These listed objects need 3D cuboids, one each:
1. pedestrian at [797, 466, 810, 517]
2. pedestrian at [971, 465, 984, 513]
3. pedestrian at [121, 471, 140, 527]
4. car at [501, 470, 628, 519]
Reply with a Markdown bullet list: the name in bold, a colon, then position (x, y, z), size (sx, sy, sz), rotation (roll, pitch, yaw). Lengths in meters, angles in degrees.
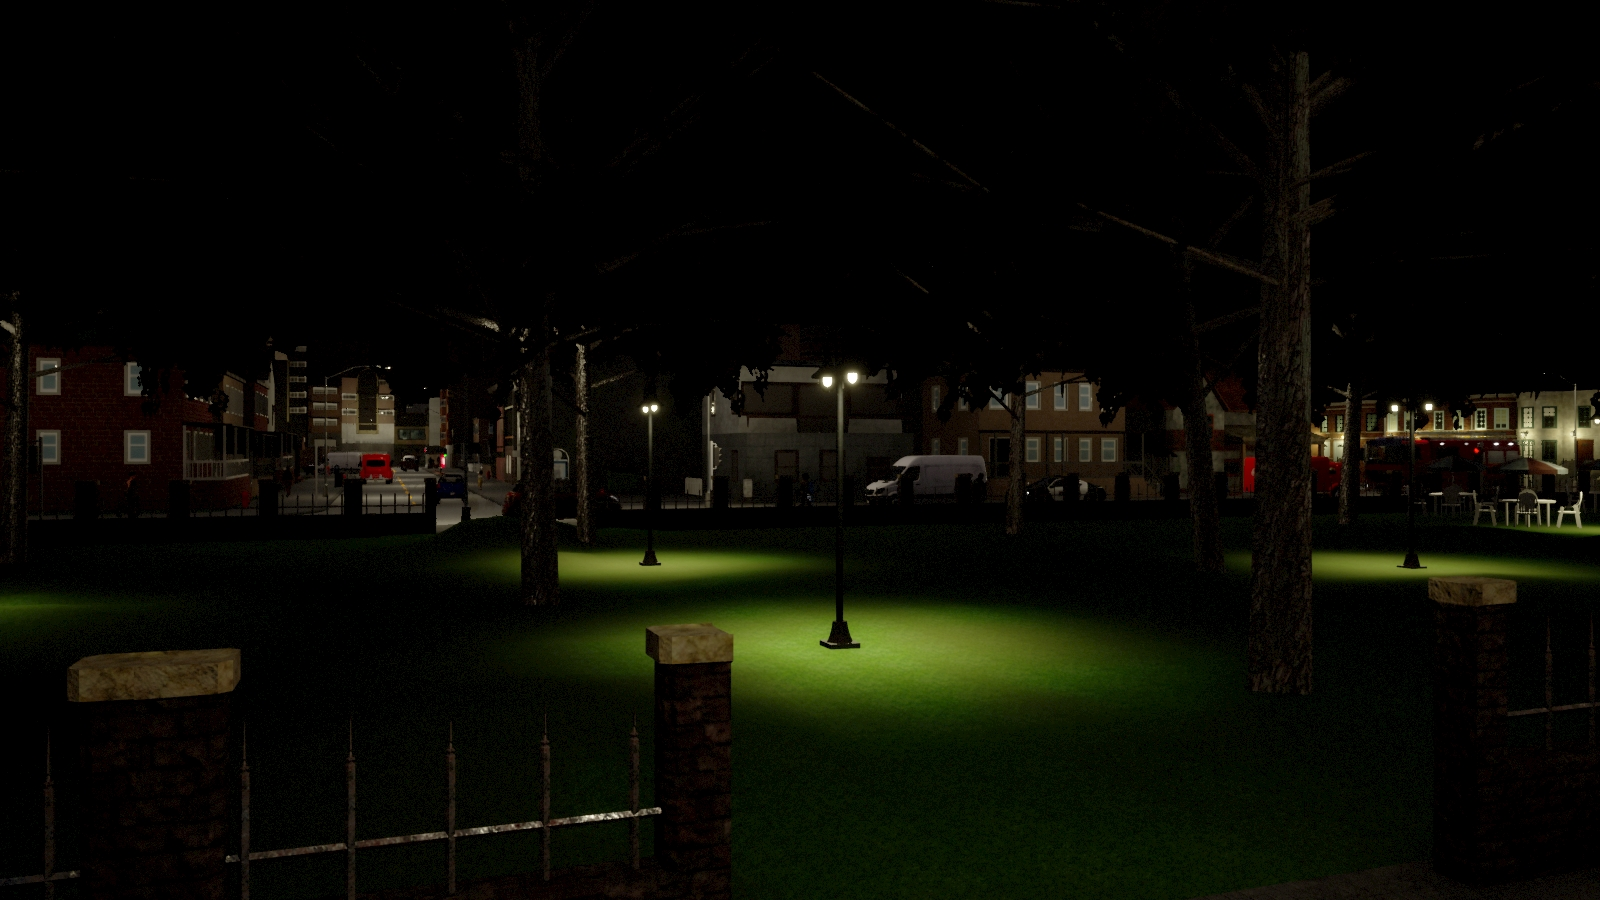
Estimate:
- **pedestrian**: position (0.112, 1.525, 42.156), size (0.375, 1.860, 0.375), rotation (0, 0, -20)
- **pedestrian**: position (6.921, 1.525, 44.644), size (0.375, 1.860, 0.375), rotation (0, 0, -19)
- **pedestrian**: position (-22.508, 1.628, 38.412), size (0.375, 1.860, 0.375), rotation (0, 0, 12)
- **car**: position (-9.166, 1.685, 44.427), size (4.553, 1.767, 2.097), rotation (0, 0, -20)
